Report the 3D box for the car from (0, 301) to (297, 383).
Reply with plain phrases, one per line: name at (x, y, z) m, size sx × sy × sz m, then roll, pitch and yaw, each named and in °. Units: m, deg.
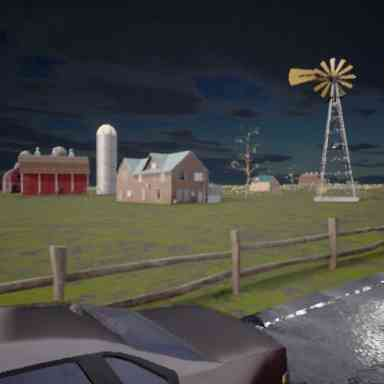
car at (-1.616, 1.567, 1.899) m, size 5.357 × 1.411 × 2.033 m, roll -1°, pitch 0°, yaw -36°
